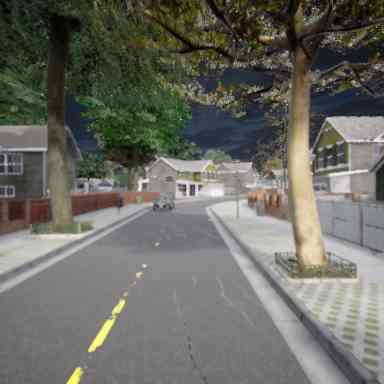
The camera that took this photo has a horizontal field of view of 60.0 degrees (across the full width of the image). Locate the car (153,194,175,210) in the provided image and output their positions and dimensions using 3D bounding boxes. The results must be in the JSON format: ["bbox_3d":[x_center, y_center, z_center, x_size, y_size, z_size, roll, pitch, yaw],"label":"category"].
[{"bbox_3d":[-2.799,0.991,33.919,2.128,1.511,4.902,0,1,3],"label":"car"}]
